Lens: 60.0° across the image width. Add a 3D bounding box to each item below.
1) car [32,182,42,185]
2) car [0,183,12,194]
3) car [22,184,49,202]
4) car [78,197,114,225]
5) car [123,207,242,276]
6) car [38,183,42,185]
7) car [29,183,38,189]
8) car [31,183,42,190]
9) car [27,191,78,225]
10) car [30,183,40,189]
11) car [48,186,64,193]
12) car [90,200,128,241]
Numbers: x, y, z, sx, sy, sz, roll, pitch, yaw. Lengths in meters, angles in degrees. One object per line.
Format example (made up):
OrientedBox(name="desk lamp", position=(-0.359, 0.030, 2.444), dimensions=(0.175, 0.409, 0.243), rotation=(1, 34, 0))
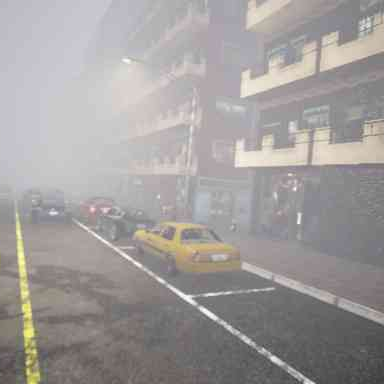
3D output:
OrientedBox(name="car", position=(-26.782, -0.697, 59.312), dimensions=(1.967, 1.590, 4.097), rotation=(3, 1, -28))
OrientedBox(name="car", position=(-26.430, -0.521, 46.647), dimensions=(1.994, 1.385, 4.181), rotation=(4, 0, -28))
OrientedBox(name="car", position=(-16.281, 0.267, 34.223), dimensions=(1.994, 1.385, 4.181), rotation=(4, 0, -28))
OrientedBox(name="car", position=(-5.620, 0.972, 19.842), dimensions=(1.967, 1.590, 4.097), rotation=(3, 1, -28))
OrientedBox(name="car", position=(-0.414, 1.470, 10.125), dimensions=(1.752, 1.417, 4.829), rotation=(3, 1, -28))
OrientedBox(name="car", position=(-21.577, -0.202, 49.595), dimensions=(1.752, 1.417, 4.829), rotation=(3, 1, -28))
OrientedBox(name="car", position=(-40.017, -1.612, 83.981), dimensions=(1.947, 1.339, 4.313), rotation=(3, 1, -28))
OrientedBox(name="car", position=(-34.725, -1.211, 74.114), dimensions=(2.008, 1.369, 4.403), rotation=(3, 1, -28))
OrientedBox(name="car", position=(-7.814, 0.936, 18.343), dimensions=(1.994, 1.385, 4.181), rotation=(4, 0, -28))
OrientedBox(name="car", position=(-37.370, -1.425, 79.047), dimensions=(1.887, 1.381, 4.507), rotation=(3, 1, -28))
OrientedBox(name="car", position=(-16.209, 0.263, 39.578), dimensions=(1.947, 1.339, 4.313), rotation=(3, 1, -28))
OrientedBox(name="car", position=(-2.982, 1.307, 14.910), dimensions=(1.947, 1.339, 4.313), rotation=(3, 1, -28))
